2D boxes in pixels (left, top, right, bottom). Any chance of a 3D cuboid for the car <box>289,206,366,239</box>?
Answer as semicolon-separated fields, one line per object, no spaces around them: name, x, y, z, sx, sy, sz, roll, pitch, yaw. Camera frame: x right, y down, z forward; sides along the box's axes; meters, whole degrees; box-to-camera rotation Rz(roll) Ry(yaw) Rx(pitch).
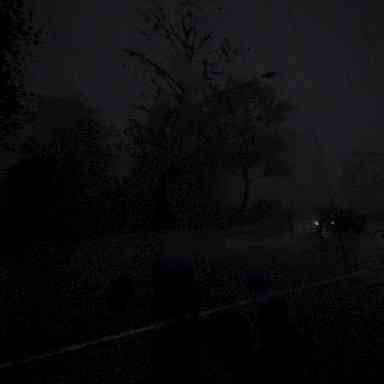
car;7.145;1.493;17.411;4.902;1.511;2.128;0;0;-34
